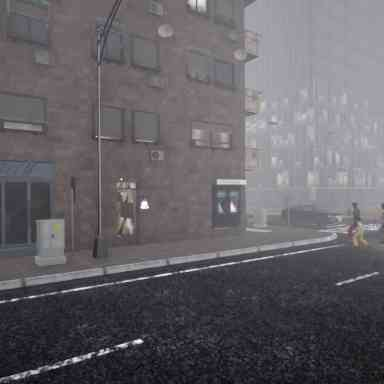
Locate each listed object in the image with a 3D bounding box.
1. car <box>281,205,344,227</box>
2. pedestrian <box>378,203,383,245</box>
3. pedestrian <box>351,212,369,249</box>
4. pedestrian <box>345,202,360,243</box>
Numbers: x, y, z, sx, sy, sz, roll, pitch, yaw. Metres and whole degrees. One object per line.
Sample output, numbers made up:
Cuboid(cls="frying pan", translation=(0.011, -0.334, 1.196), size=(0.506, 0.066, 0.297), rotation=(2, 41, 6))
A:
Cuboid(cls="car", translation=(9.013, 1.720, 25.312), size=(2.128, 1.511, 4.902), rotation=(-1, -1, -33))
Cuboid(cls="pedestrian", translation=(7.996, 1.300, 13.712), size=(0.375, 1.860, 0.375), rotation=(-1, 0, -35))
Cuboid(cls="pedestrian", translation=(6.726, 1.572, 13.280), size=(0.375, 1.300, 0.375), rotation=(-1, 0, -35))
Cuboid(cls="pedestrian", translation=(6.906, 1.292, 14.100), size=(0.375, 1.860, 0.375), rotation=(-1, 0, -35))
